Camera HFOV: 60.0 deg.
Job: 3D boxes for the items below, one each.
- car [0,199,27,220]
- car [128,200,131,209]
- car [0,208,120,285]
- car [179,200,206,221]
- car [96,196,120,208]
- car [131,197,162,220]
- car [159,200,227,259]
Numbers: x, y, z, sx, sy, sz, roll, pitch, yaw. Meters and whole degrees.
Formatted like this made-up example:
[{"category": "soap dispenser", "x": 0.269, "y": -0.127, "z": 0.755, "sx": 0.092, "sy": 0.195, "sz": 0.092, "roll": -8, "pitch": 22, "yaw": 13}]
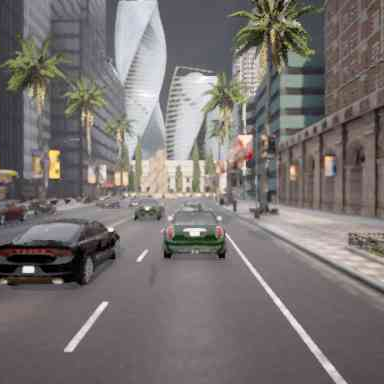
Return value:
[{"category": "car", "x": -13.615, "y": 1.328, "z": 23.526, "sx": 2.185, "sy": 1.767, "sz": 4.553, "roll": 0, "pitch": 0, "yaw": -1}, {"category": "car", "x": -7.323, "y": 1.439, "z": 44.648, "sx": 2.128, "sy": 1.511, "sz": 4.902, "roll": 0, "pitch": 0, "yaw": 0}, {"category": "car", "x": -3.417, "y": 1.467, "z": 9.475, "sx": 1.882, "sy": 1.535, "sz": 5.008, "roll": 0, "pitch": 0, "yaw": 1}, {"category": "car", "x": 0.017, "y": 1.458, "z": 28.185, "sx": 2.128, "sy": 1.511, "sz": 4.902, "roll": 0, "pitch": 0, "yaw": 0}, {"category": "car", "x": -10.820, "y": 1.454, "z": 44.320, "sx": 1.837, "sy": 1.490, "sz": 4.892, "roll": 0, "pitch": 0, "yaw": 0}, {"category": "car", "x": -3.482, "y": 1.319, "z": 27.949, "sx": 2.097, "sy": 1.767, "sz": 4.553, "roll": 0, "pitch": 0, "yaw": 0}, {"category": "car", "x": 0.101, "y": 1.338, "z": 12.728, "sx": 2.097, "sy": 1.767, "sz": 4.553, "roll": 0, "pitch": 0, "yaw": 0}]
